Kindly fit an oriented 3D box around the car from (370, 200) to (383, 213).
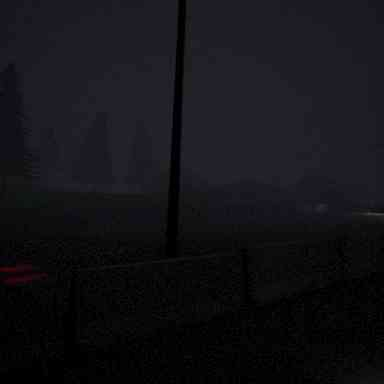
[{"bbox_3d":[25.171,1.874,43.359,4.553,1.767,2.097,1,-1,-35],"label":"car"}]
